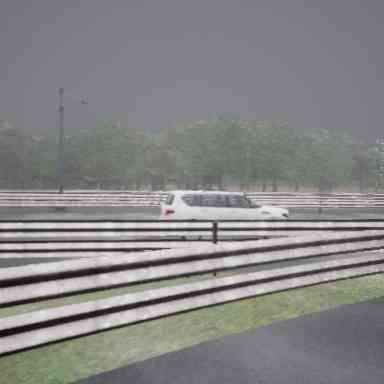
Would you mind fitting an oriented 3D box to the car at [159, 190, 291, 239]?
[{"bbox_3d":[1.407,0.961,14.027,5.566,2.045,2.150,1,1,-7],"label":"car"}]
